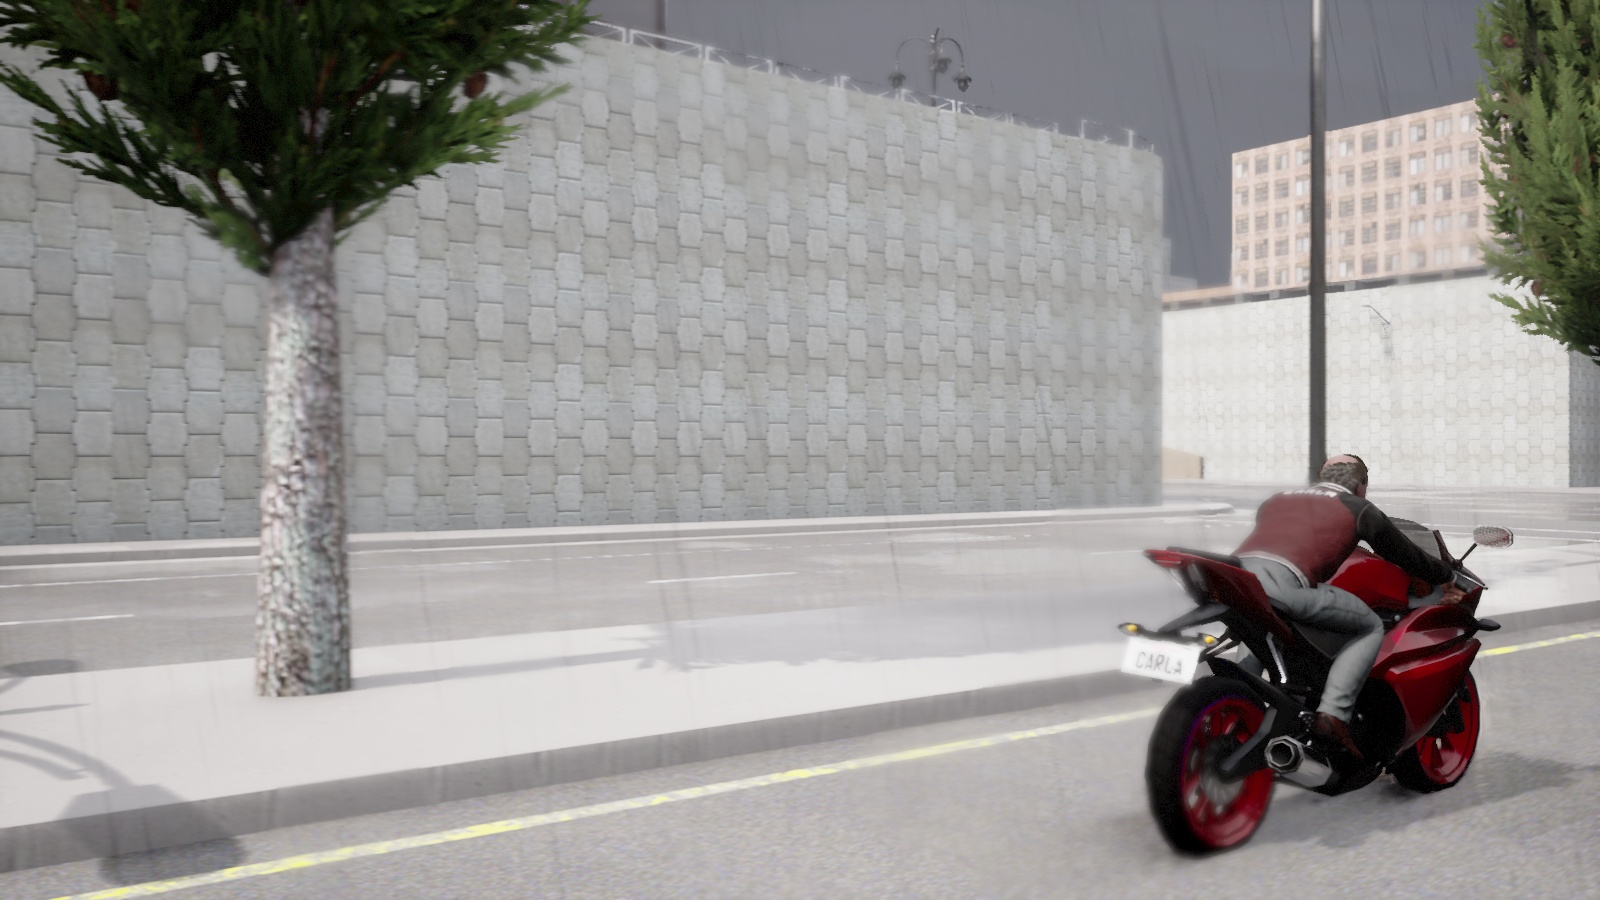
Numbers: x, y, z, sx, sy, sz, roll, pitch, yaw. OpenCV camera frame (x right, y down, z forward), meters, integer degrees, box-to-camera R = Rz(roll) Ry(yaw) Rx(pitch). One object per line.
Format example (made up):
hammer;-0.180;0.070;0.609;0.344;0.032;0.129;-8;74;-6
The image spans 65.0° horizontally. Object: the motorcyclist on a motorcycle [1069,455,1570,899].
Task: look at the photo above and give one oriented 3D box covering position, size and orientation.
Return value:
motorcyclist on a motorcycle;2.201;0.788;5.191;2.191;1.530;0.866;0;0;-35
